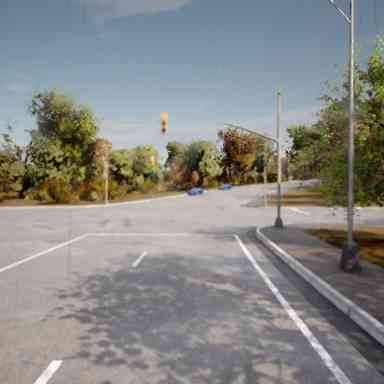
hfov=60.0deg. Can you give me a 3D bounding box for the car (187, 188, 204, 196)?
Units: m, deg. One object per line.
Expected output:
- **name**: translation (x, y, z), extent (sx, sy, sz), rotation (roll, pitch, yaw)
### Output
- **car**: translation (0.750, -0.039, 65.875), extent (1.882, 1.535, 5.008), rotation (0, 4, 23)

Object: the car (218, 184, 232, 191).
- **car**: translation (7.942, -1.126, 79.715), extent (1.882, 1.535, 5.008), rotation (0, 4, 30)
